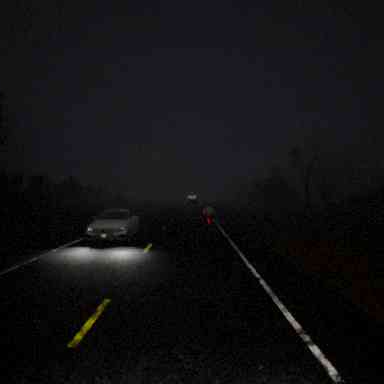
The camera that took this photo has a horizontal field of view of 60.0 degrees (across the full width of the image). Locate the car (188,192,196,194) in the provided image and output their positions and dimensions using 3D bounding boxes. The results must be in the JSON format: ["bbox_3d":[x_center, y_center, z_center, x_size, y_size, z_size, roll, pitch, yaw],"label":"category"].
[{"bbox_3d":[-0.003,1.090,73.591,2.150,2.045,5.566,0,0,0],"label":"car"}]

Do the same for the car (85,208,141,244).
[{"bbox_3d":[-3.600,1.512,15.898,1.812,1.442,4.674,0,0,0],"label":"car"}]

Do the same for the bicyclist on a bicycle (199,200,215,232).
[{"bbox_3d":[0.939,1.420,18.737,0.866,1.612,1.509,0,0,0],"label":"bicyclist on a bicycle"}]

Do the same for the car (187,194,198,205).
[{"bbox_3d":[0.098,1.515,55.726,1.895,1.301,4.718,0,0,0],"label":"car"}]

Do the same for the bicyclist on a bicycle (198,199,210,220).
[{"bbox_3d":[0.982,1.410,27.271,0.866,1.612,1.509,0,0,0],"label":"bicyclist on a bicycle"}]
